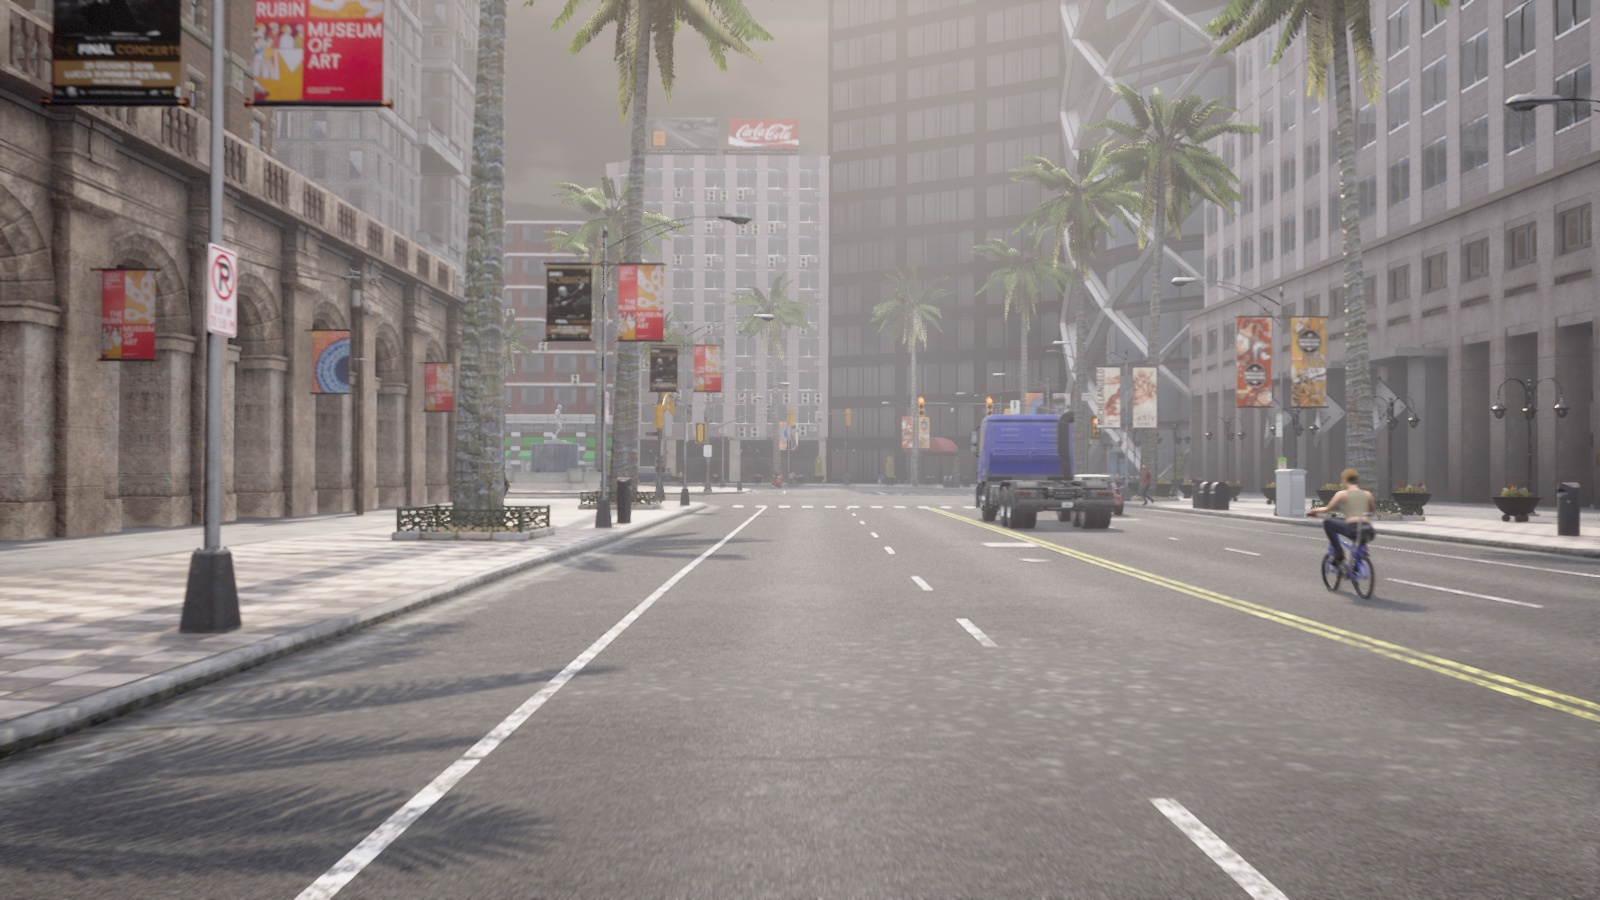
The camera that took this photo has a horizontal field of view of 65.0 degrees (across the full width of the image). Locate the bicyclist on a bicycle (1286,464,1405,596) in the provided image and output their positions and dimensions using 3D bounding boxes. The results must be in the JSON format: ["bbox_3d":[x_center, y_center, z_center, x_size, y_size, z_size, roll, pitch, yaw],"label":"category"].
[{"bbox_3d":[6.961,0.993,16.113,0.866,1.612,1.509,0,-1,0],"label":"bicyclist on a bicycle"}]

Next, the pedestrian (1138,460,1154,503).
[{"bbox_3d":[15.080,1.375,54.719,0.636,1.846,0.331,-1,-1,24],"label":"pedestrian"}]

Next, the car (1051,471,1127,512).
[{"bbox_3d":[10.732,1.522,46.882,1.970,1.475,3.806,0,-1,0],"label":"car"}]

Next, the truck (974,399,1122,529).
[{"bbox_3d":[7.149,0.431,37.446,2.891,3.462,7.936,0,-1,0],"label":"truck"}]
